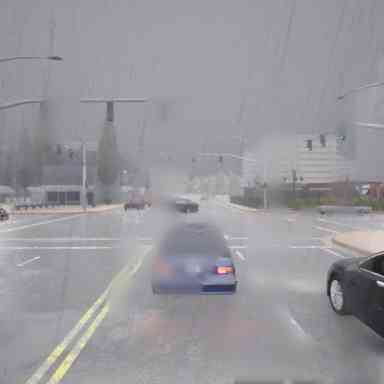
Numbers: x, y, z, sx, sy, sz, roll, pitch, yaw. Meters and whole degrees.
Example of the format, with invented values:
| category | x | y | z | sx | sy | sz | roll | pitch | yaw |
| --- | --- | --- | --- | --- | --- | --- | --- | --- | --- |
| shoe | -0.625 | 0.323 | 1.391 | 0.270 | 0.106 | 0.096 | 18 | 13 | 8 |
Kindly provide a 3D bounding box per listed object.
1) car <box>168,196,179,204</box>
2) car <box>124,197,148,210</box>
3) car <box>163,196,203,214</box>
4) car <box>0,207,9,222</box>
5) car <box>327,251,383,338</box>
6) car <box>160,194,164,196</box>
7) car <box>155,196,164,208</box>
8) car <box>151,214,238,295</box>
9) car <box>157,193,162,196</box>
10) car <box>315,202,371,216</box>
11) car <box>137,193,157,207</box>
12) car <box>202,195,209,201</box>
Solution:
| category | x | y | z | sx | sy | sz | roll | pitch | yaw |
| --- | --- | --- | --- | --- | --- | --- | --- | --- | --- |
| car | -3.748 | 1.564 | 66.696 | 1.994 | 1.385 | 4.181 | 0 | 0 | 0 |
| car | -7.287 | 1.601 | 42.252 | 1.895 | 1.301 | 4.718 | 0 | 0 | 1 |
| car | -0.788 | 1.477 | 33.972 | 1.882 | 1.535 | 5.008 | 1 | 0 | 20 |
| car | -15.764 | 1.351 | 23.974 | 4.553 | 1.767 | 2.097 | 0 | 0 | -4 |
| car | 3.547 | 1.505 | 4.636 | 1.837 | 1.490 | 4.892 | 0 | 0 | 0 |
| car | -3.771 | 1.491 | 56.828 | 2.128 | 1.511 | 4.902 | 0 | 0 | 0 |
| car | -3.755 | 1.601 | 47.558 | 1.895 | 1.301 | 4.718 | 0 | 0 | 0 |
| car | 0.053 | 1.547 | 8.881 | 2.033 | 1.411 | 5.357 | 0 | 0 | 0 |
| car | -7.265 | 1.352 | 61.823 | 2.097 | 1.767 | 4.553 | 0 | 0 | 0 |
| car | 14.343 | 1.601 | 31.804 | 4.718 | 1.301 | 1.895 | 0 | 0 | 1 |
| car | -7.260 | 1.221 | 51.896 | 2.150 | 2.045 | 5.566 | 0 | 0 | 0 |
| car | 3.222 | 1.552 | 84.560 | 1.994 | 1.385 | 4.181 | 0 | 0 | 0 |
